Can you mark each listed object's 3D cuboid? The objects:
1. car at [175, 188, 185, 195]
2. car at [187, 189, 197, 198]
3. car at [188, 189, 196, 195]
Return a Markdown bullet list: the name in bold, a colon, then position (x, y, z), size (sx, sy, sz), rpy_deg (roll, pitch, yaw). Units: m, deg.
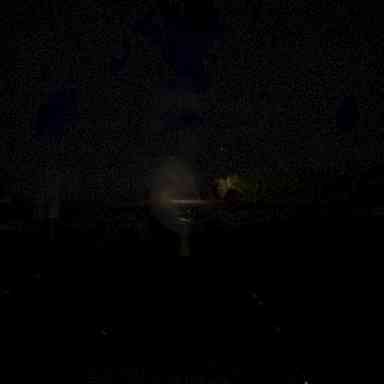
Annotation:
- **car**: position (-2.749, -0.077, 77.388), size (1.837, 1.490, 4.892), rpy_deg (0, 2, 0)
- **car**: position (0.001, 0.455, 72.815), size (1.837, 1.490, 4.892), rpy_deg (0, 2, 0)
- **car**: position (0.002, -0.048, 83.220), size (2.033, 1.411, 5.357), rpy_deg (0, 3, 0)
